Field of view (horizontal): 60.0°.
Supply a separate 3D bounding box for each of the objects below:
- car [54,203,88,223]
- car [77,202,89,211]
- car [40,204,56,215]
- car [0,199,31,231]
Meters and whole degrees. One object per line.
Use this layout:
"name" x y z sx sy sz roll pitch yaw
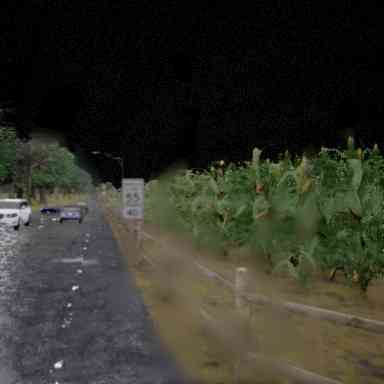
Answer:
"car" -10.908 1.990 30.318 2.033 1.411 5.357 1 -1 -16
"car" -16.255 2.229 49.018 1.882 1.535 5.008 1 -1 -16
"car" -18.225 2.213 42.812 1.895 1.301 4.718 1 -1 -16
"car" -12.636 1.497 22.929 2.150 2.045 5.566 1 -1 -16
